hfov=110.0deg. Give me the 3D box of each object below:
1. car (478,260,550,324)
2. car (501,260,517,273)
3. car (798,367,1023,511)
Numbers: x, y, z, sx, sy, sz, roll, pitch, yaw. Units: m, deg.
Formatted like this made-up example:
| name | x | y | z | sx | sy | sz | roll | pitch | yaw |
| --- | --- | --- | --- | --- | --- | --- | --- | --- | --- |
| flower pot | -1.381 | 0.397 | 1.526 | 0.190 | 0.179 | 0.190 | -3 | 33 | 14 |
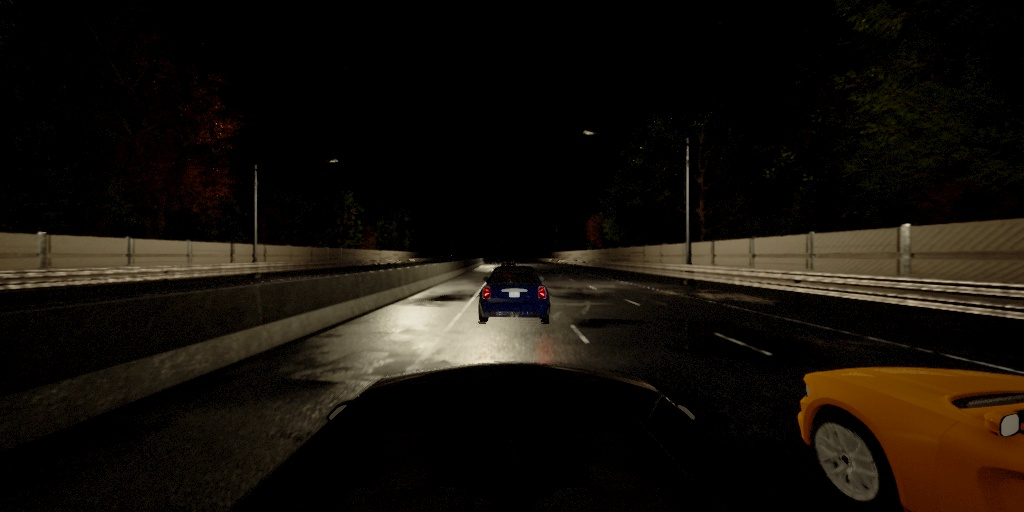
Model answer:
| name | x | y | z | sx | sy | sz | roll | pitch | yaw |
| --- | --- | --- | --- | --- | --- | --- | --- | --- | --- |
| car | 0.054 | 1.106 | 12.193 | 2.097 | 1.767 | 4.553 | 0 | 0 | 0 |
| car | -0.435 | 1.271 | 44.220 | 1.837 | 1.490 | 4.892 | 0 | 0 | -1 |
| car | 3.592 | 1.227 | 1.271 | 1.882 | 1.535 | 5.008 | 0 | 0 | 0 |
